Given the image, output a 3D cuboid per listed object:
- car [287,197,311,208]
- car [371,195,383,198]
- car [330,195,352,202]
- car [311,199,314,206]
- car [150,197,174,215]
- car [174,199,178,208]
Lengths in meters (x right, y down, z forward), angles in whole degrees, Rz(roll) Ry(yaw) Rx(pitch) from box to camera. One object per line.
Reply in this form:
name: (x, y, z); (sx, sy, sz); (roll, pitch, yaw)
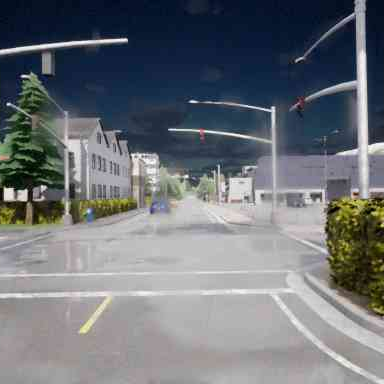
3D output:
car: (15.416, 1.629, 49.172); (2.007, 1.523, 4.514); (-1, -1, 0)
car: (19.112, 1.183, 31.306); (1.905, 1.878, 3.866); (-1, -1, 0)
car: (25.474, 1.398, 56.573); (2.152, 1.636, 5.027); (-1, -1, 0)
car: (19.059, 1.573, 56.231); (1.970, 1.475, 3.806); (-1, -1, 0)
car: (-3.610, 1.558, 38.869); (2.150, 2.045, 5.566); (-1, 0, 0)
car: (-3.507, 2.014, 60.075); (1.882, 1.535, 5.008); (-1, -1, 0)
